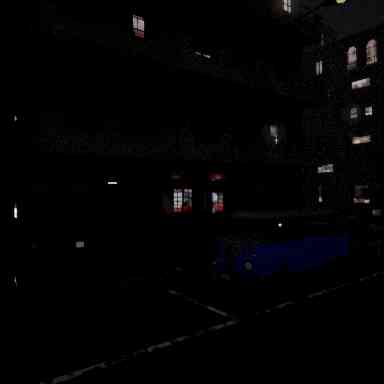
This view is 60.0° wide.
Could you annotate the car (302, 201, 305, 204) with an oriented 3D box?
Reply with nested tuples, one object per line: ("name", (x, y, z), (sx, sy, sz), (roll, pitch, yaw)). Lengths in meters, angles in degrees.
("car", (9.804, 1.410, 33.434), (2.128, 1.511, 4.902), (-1, 1, -37))

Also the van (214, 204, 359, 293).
("van", (2.392, 1.338, 8.546), (3.998, 1.788, 1.690), (0, -1, -37))

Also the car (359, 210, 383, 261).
("car", (6.823, 1.546, 11.936), (4.403, 1.369, 2.008), (0, -1, -37))

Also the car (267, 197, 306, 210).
("car", (11.562, 1.351, 40.949), (1.887, 1.381, 4.507), (-1, 1, -37))
